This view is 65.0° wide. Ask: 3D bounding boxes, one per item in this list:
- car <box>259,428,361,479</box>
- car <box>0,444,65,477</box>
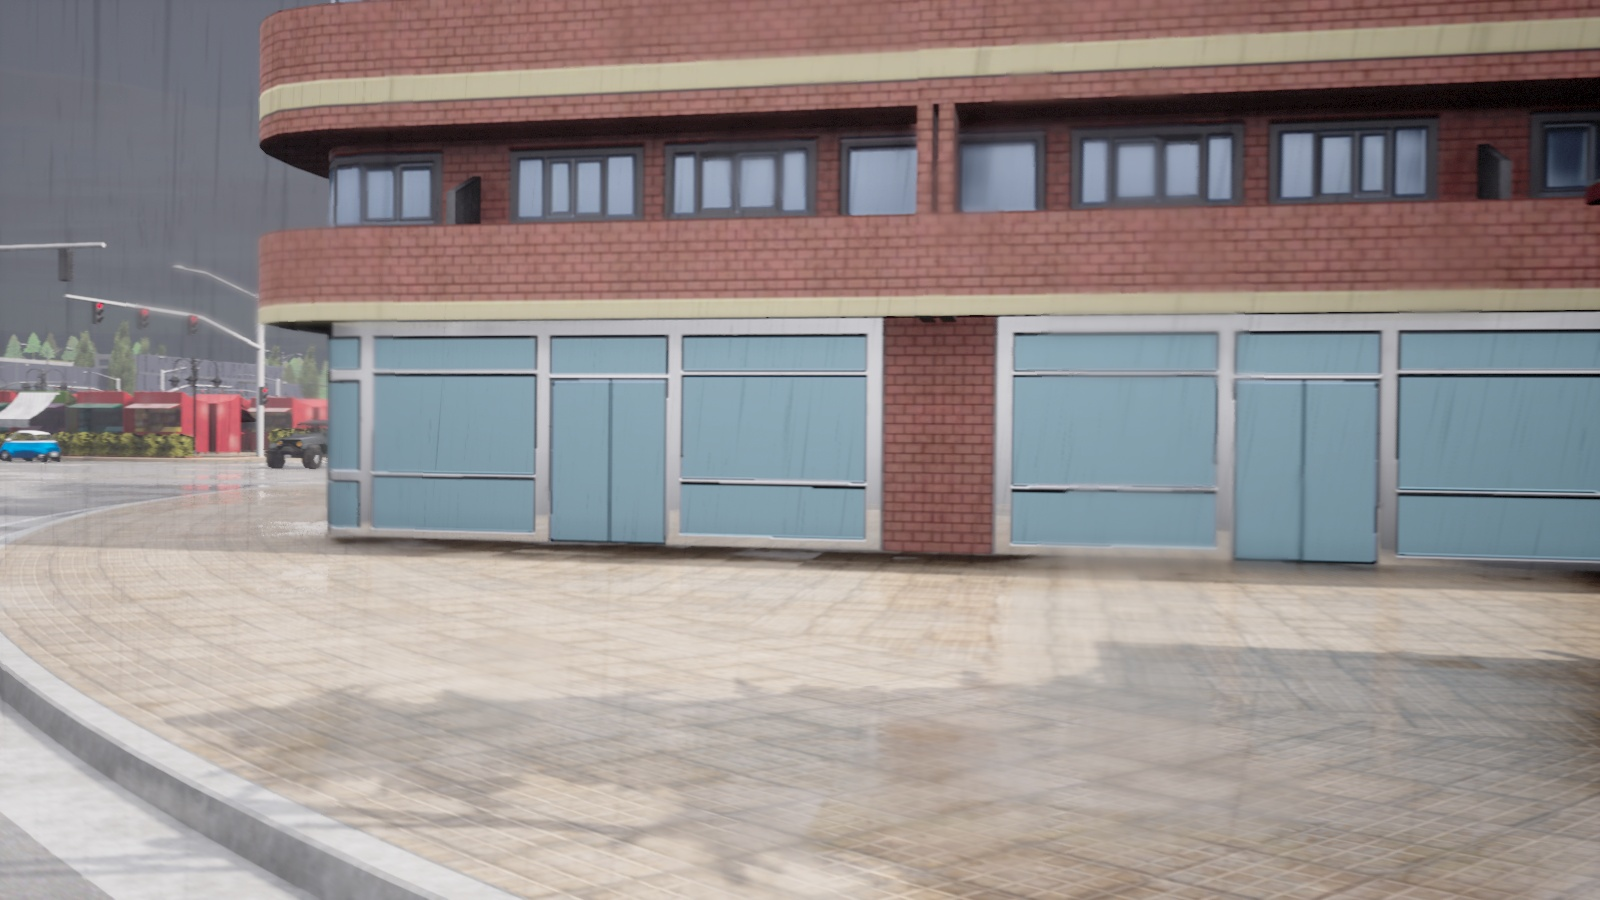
[{"bbox_3d":[-18.902,0.116,48.663,1.905,1.878,3.866,0,1,11],"label":"car"},{"bbox_3d":[-33.226,0.437,54.136,2.207,1.376,1.481,0,1,9],"label":"car"}]
